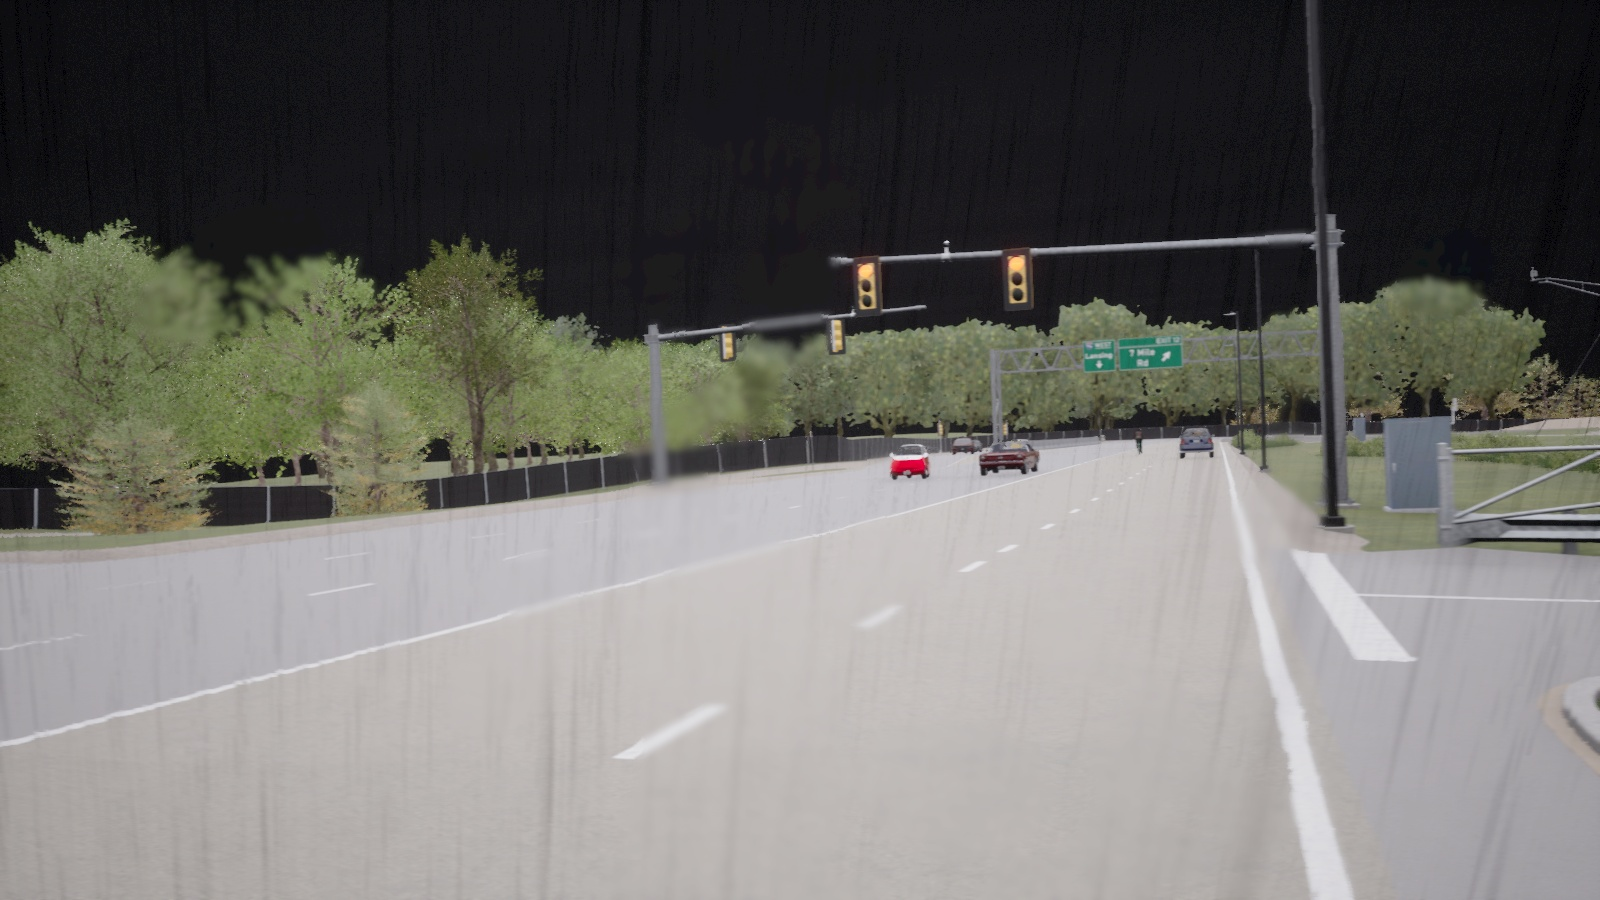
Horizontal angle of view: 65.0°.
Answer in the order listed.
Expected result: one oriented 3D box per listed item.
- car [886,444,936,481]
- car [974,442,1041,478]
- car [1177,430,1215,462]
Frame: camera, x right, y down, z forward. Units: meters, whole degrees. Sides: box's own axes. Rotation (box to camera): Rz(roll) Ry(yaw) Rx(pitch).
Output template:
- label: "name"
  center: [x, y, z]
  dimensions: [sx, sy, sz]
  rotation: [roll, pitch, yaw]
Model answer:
- label: "car"
  center: [4.454, 0.484, 50.055]
  dimensions: [1.481, 1.376, 2.207]
  rotation: [-2, 0, 19]
- label: "car"
  center: [8.492, 0.387, 51.097]
  dimensions: [1.895, 1.301, 4.718]
  rotation: [-2, 0, 18]
- label: "car"
  center: [20.608, -0.222, 65.301]
  dimensions: [1.789, 1.549, 3.705]
  rotation: [-2, 0, 18]
